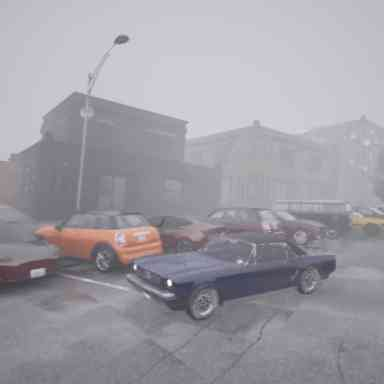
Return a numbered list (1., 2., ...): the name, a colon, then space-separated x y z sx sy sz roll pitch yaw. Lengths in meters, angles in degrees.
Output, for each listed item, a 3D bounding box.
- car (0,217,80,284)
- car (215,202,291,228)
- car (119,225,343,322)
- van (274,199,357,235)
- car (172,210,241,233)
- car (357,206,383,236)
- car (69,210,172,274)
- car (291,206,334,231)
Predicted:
1. car: -5.583 1.506 9.103 4.792 1.488 2.163 -1 -1 34
2. car: 1.543 1.429 14.344 4.553 1.767 2.185 -1 -1 34
3. car: 1.024 1.645 7.419 4.718 1.301 1.895 1 0 -33
4. van: 6.173 1.383 17.916 4.442 1.987 1.878 -1 -1 34
5. car: -0.883 1.559 12.629 4.792 1.488 2.163 -1 -1 34
6. car: 8.797 1.628 19.478 5.366 1.575 1.946 -1 -1 34
7. car: -3.210 1.377 10.849 4.553 1.767 2.185 -1 -1 34
8. car: 3.894 1.581 16.114 5.008 1.535 2.097 -1 -1 34
